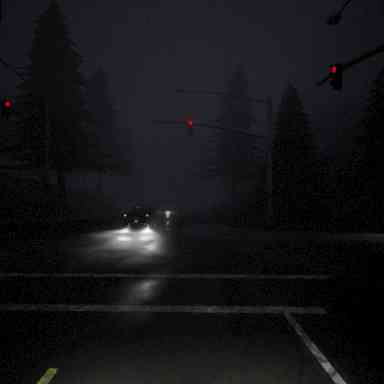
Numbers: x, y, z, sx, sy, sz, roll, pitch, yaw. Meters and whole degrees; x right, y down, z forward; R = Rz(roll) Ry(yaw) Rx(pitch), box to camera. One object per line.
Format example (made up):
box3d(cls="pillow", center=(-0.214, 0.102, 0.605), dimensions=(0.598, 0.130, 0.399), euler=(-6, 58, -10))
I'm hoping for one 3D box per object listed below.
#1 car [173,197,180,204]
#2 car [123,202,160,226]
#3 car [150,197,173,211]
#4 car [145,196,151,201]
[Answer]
box3d(cls="car", center=(-4.071, 1.564, 61.705), dimensions=(1.994, 1.385, 4.181), euler=(0, 0, -39))
box3d(cls="car", center=(-3.629, 1.600, 23.812), dimensions=(1.895, 1.301, 4.718), euler=(0, 0, 0))
box3d(cls="car", center=(-3.619, 1.525, 40.481), dimensions=(1.812, 1.442, 4.674), euler=(0, 0, 0))
box3d(cls="car", center=(-8.092, 1.495, 61.078), dimensions=(2.128, 1.511, 4.902), euler=(0, 0, -43))
